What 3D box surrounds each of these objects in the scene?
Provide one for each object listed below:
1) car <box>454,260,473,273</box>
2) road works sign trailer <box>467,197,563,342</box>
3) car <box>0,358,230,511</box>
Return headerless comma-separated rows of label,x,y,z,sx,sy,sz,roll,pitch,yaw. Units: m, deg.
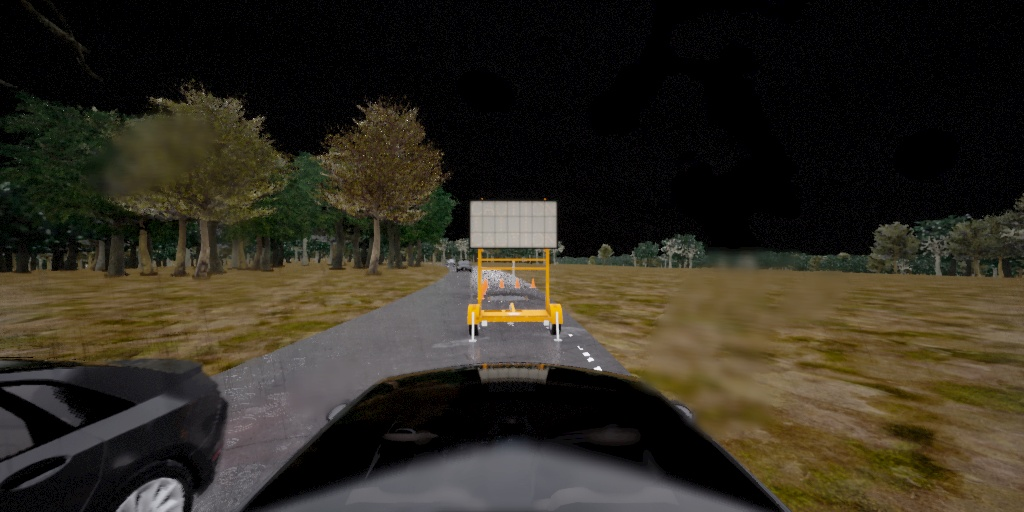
car,-5.784,1.258,43.261,1.837,1.490,4.892,0,0,-8
road works sign trailer,0.040,0.214,9.796,2.380,3.560,2.880,0,0,-2
car,-3.104,1.255,0.763,1.837,1.490,4.892,0,0,0
